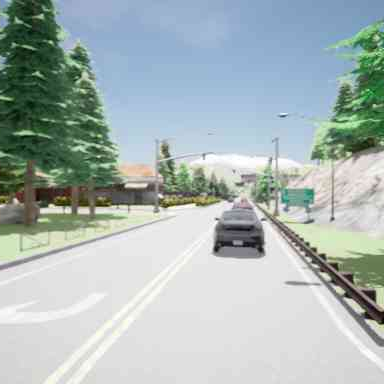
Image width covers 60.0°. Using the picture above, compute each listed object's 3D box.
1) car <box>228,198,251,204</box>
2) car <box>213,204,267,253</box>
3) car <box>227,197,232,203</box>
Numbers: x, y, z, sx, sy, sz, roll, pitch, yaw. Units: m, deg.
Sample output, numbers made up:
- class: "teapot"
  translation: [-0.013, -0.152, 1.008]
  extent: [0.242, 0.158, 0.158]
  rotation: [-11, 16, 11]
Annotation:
- class: "car"
  translation: [4.332, 1.583, 28.430]
  extent: [1.882, 1.535, 5.008]
  rotation: [0, 0, 9]
- class: "car"
  translation: [1.923, 1.454, 13.459]
  extent: [1.837, 1.490, 4.892]
  rotation: [0, 0, 9]
- class: "car"
  translation: [10.245, 2.201, 87.360]
  extent: [1.837, 1.490, 4.892]
  rotation: [0, -1, 9]
